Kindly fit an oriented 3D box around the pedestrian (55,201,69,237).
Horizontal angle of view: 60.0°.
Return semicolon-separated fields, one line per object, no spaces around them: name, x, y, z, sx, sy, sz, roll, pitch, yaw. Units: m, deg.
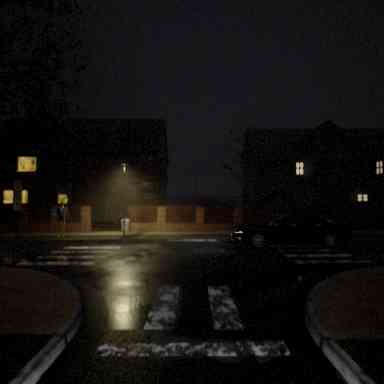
pedestrian;-6.707;1.369;17.071;0.375;1.860;0.375;0;-1;1

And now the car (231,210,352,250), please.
car;4.097;1.558;14.008;4.892;1.490;1.837;0;-1;1
